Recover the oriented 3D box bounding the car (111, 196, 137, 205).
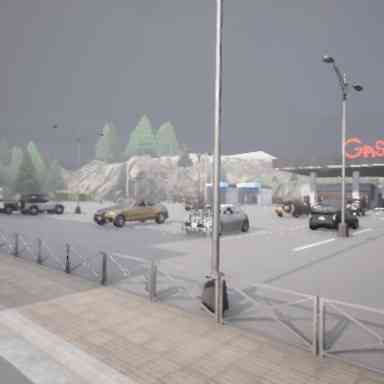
[{"bbox_3d":[-12.963,1.634,63.196,2.007,1.523,4.514,1,-1,41],"label":"car"}]

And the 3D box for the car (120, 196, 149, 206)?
[{"bbox_3d":[-10.552,1.650,61.189,2.152,1.636,5.027,1,-1,41],"label":"car"}]

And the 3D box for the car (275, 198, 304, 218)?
[{"bbox_3d":[9.946,1.539,32.430,1.932,1.855,4.605,1,-1,41],"label":"car"}]

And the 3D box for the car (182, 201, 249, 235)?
[{"bbox_3d":[1.301,1.407,17.362,1.970,1.475,3.806,1,-1,41],"label":"car"}]

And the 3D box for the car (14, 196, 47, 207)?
[{"bbox_3d":[-22.838,1.383,47.139,1.970,1.475,3.806,1,-1,41],"label":"car"}]

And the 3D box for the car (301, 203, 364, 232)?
[{"bbox_3d":[8.674,1.622,20.314,2.007,1.523,4.514,1,-1,41],"label":"car"}]

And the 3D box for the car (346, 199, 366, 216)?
[{"bbox_3d":[17.569,1.679,36.249,1.905,1.878,3.866,1,-1,41],"label":"car"}]

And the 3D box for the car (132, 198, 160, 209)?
[{"bbox_3d":[-6.579,1.600,47.646,1.845,1.501,3.633,1,-1,41],"label":"car"}]

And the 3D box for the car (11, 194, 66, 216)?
[{"bbox_3d":[-13.466,1.097,29.651,1.905,1.878,3.866,1,-1,41],"label":"car"}]

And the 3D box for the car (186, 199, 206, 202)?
[{"bbox_3d":[0.966,1.655,41.095,2.007,1.523,4.514,1,-1,41],"label":"car"}]

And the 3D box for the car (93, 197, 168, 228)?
[{"bbox_3d":[-3.772,1.273,21.304,2.152,1.636,5.027,1,-1,41],"label":"car"}]

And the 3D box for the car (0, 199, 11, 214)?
[{"bbox_3d":[-15.938,1.088,31.234,1.932,1.855,4.605,1,-1,41],"label":"car"}]
